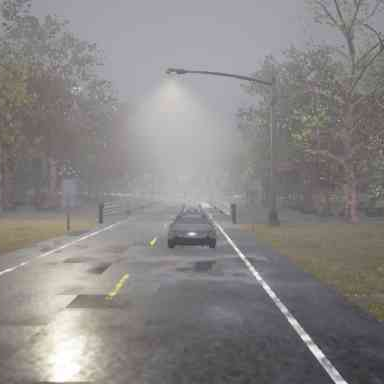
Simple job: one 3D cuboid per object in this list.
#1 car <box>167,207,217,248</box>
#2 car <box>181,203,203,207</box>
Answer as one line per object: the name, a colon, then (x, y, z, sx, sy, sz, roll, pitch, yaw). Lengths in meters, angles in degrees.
car: (0.000, 1.569, 14.650, 1.994, 1.385, 4.181, 0, 0, 0)
car: (0.000, 1.611, 29.681, 1.895, 1.301, 4.718, 0, 0, 0)
